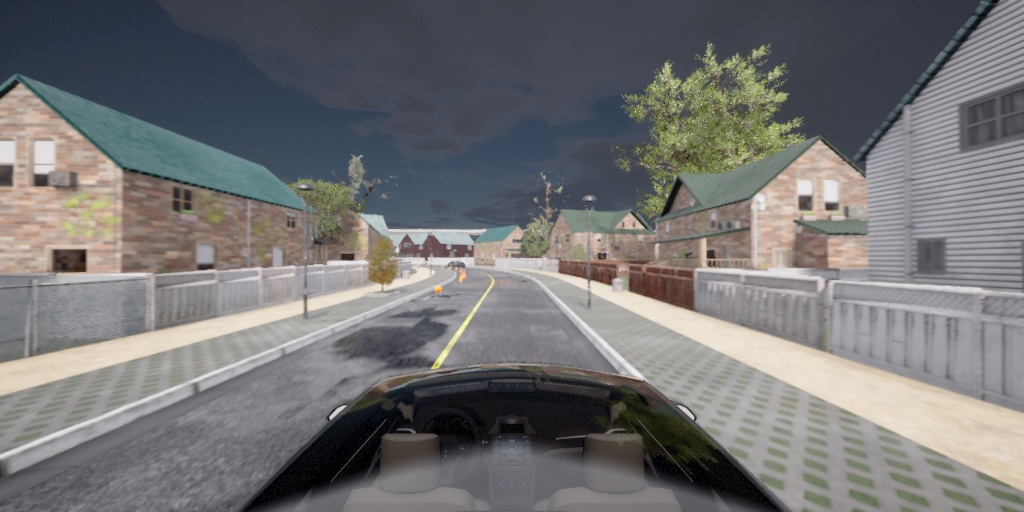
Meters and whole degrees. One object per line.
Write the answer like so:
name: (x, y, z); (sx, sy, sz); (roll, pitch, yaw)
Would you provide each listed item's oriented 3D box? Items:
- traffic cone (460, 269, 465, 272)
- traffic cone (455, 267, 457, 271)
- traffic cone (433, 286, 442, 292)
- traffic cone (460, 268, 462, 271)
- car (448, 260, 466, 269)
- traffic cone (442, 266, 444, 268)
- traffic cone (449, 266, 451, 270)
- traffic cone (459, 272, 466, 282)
traffic cone: (-4.281, 1.691, 32.362); (0.340, 0.580, 0.340); (0, 0, -6)
traffic cone: (-7.227, 1.668, 46.556); (0.340, 0.580, 0.340); (0, 0, -17)
traffic cone: (-4.002, 1.530, 19.630); (0.340, 0.580, 0.340); (0, 0, 16)
traffic cone: (-4.956, 1.685, 37.154); (0.340, 0.580, 0.340); (0, 0, -10)
car: (-8.561, 1.268, 55.807); (1.994, 1.385, 4.181); (0, 0, -25)
traffic cone: (-10.698, 1.649, 55.585); (0.340, 0.580, 0.340); (0, 0, -25)
traffic cone: (-8.816, 1.659, 51.127); (0.340, 0.580, 0.340); (0, 0, -21)
traffic cone: (-3.917, 1.696, 27.537); (0.340, 0.580, 0.340); (0, 0, -2)
